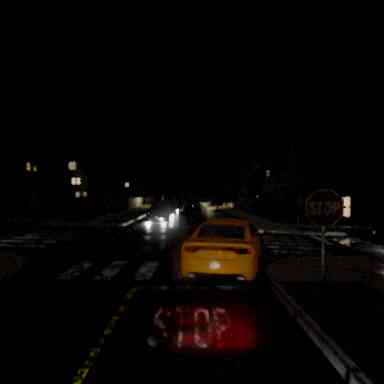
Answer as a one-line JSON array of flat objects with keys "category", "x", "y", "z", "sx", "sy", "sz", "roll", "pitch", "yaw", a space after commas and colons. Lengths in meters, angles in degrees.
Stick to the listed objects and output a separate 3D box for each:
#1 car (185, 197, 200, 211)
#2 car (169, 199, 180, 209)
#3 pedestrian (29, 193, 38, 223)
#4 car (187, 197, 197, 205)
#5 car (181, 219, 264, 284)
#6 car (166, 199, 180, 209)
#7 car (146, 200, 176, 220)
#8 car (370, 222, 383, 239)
[{"category": "car", "x": 0.097, "y": 1.756, "z": 44.163, "sx": 1.994, "sy": 1.385, "sz": 4.181, "roll": 0, "pitch": 0, "yaw": 0}, {"category": "car", "x": -2.848, "y": 1.665, "z": 39.571, "sx": 2.128, "sy": 1.511, "sz": 4.902, "roll": 0, "pitch": 0, "yaw": 0}, {"category": "pedestrian", "x": -9.684, "y": 0.959, "z": 20.305, "sx": 0.375, "sy": 1.860, "sz": 0.375, "roll": 0, "pitch": 0, "yaw": 1}, {"category": "car", "x": -0.004, "y": 1.765, "z": 69.492, "sx": 1.882, "sy": 1.535, "sz": 5.008, "roll": 0, "pitch": 0, "yaw": 0}, {"category": "car", "x": 1.073, "y": 1.540, "z": 9.918, "sx": 1.882, "sy": 1.535, "sz": 5.008, "roll": 0, "pitch": -1, "yaw": 13}, {"category": "car", "x": -2.840, "y": 1.739, "z": 49.652, "sx": 1.812, "sy": 1.442, "sz": 4.674, "roll": 0, "pitch": 0, "yaw": 0}, {"category": "car", "x": -2.858, "y": 1.679, "z": 29.585, "sx": 2.033, "sy": 1.411, "sz": 5.357, "roll": 0, "pitch": 0, "yaw": 0}, {"category": "car", "x": 11.669, "y": 1.844, "z": 17.042, "sx": 4.674, "sy": 1.442, "sz": 1.812, "roll": 1, "pitch": 1, "yaw": 0}]
